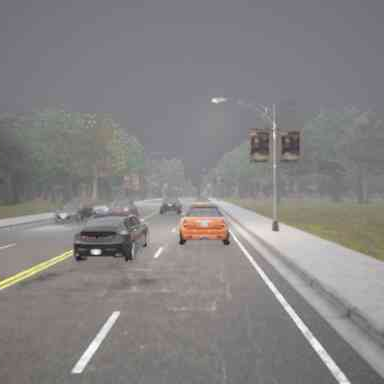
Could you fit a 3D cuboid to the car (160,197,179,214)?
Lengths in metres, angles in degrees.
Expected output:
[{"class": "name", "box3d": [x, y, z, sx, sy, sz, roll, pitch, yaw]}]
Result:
[{"class": "car", "box3d": [-2.192, 1.385, 35.967, 2.097, 1.767, 4.553, 0, 0, 1]}]

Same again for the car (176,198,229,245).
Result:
[{"class": "car", "box3d": [0.564, 1.360, 15.822, 2.097, 1.767, 4.553, 0, 0, 1]}]

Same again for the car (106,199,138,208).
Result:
[{"class": "car", "box3d": [-5.838, 1.384, 27.685, 2.097, 1.767, 4.553, 0, 0, 2]}]

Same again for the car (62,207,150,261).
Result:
[{"class": "car", "box3d": [-2.775, 1.518, 12.252, 1.837, 1.490, 4.892, 0, 0, 1]}]

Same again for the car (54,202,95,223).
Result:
[{"class": "car", "box3d": [-9.128, 1.531, 26.206, 2.128, 1.511, 4.902, 0, 0, 1]}]

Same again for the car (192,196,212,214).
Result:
[{"class": "car", "box3d": [1.057, 1.377, 35.907, 2.097, 1.767, 4.553, 0, 0, 1]}]
